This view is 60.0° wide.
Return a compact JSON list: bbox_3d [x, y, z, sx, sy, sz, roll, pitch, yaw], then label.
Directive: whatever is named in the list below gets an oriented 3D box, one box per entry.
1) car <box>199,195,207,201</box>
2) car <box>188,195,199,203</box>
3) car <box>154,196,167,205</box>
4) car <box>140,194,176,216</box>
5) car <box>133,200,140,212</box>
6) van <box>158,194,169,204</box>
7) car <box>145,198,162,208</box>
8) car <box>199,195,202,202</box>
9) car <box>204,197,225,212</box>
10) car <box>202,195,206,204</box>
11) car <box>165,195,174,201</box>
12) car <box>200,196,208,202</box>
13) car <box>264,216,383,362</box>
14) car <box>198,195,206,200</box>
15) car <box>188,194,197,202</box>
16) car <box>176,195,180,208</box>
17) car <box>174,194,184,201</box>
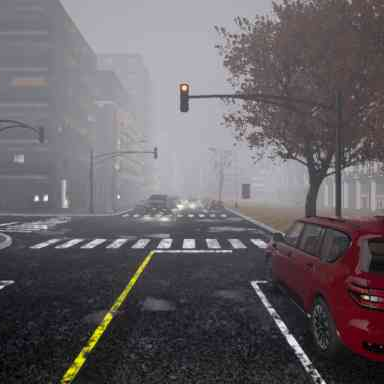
[{"bbox_3d":[2.813,1.620,88.063,1.887,1.381,4.507,0,0,0],"label":"car"},{"bbox_3d":[0.194,1.648,69.299,1.895,1.301,4.718,0,0,0],"label":"car"},{"bbox_3d":[-5.606,1.476,60.412,1.967,1.590,4.097,0,0,0],"label":"car"},{"bbox_3d":[-3.299,1.230,33.385,2.150,2.045,5.566,0,0,4],"label":"car"},{"bbox_3d":[-5.636,1.563,38.280,2.008,1.369,4.403,0,0,0],"label":"car"},{"bbox_3d":[-5.598,1.384,65.945,1.690,1.788,3.998,0,0,0],"label":"van"},{"bbox_3d":[-5.621,1.573,49.346,2.008,1.369,4.403,0,0,0],"label":"car"},{"bbox_3d":[2.782,1.625,65.932,1.802,1.307,4.206,0,0,0],"label":"car"},{"bbox_3d":[2.744,1.557,38.269,1.887,1.381,4.507,0,0,0],"label":"car"},{"bbox_3d":[2.759,1.548,49.504,1.752,1.417,4.829,0,0,0],"label":"car"},{"bbox_3d":[-5.576,1.506,82.542,1.967,1.590,4.097,0,0,0],"label":"car"},{"bbox_3d":[2.797,1.583,77.168,1.752,1.417,4.829,0,0,0],"label":"car"},{"bbox_3d":[2.700,1.315,5.881,2.192,1.841,5.009,0,0,0],"label":"car"},{"bbox_3d":[2.820,1.637,93.596,2.008,1.369,4.403,0,0,0],"label":"car"},{"bbox_3d":[0.111,1.416,79.366,2.097,1.767,4.553,0,0,0],"label":"car"},{"bbox_3d":[-3.026,1.522,45.979,1.837,1.490,4.892,0,0,0],"label":"car"},{"bbox_3d":[-2.898,1.207,73.798,2.033,1.411,5.357,0,0,0],"label":"car"}]
